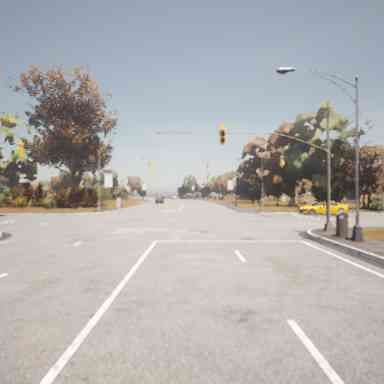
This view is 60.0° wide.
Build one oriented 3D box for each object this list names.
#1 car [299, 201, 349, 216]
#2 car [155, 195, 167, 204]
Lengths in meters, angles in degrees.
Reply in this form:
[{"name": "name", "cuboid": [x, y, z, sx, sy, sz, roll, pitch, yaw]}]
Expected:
[{"name": "car", "cuboid": [13.898, 1.714, 35.222, 5.008, 1.535, 1.882, -1, 0, -3]}, {"name": "car", "cuboid": [-7.307, 1.892, 74.868, 1.882, 1.535, 5.008, 0, 0, -2]}]
